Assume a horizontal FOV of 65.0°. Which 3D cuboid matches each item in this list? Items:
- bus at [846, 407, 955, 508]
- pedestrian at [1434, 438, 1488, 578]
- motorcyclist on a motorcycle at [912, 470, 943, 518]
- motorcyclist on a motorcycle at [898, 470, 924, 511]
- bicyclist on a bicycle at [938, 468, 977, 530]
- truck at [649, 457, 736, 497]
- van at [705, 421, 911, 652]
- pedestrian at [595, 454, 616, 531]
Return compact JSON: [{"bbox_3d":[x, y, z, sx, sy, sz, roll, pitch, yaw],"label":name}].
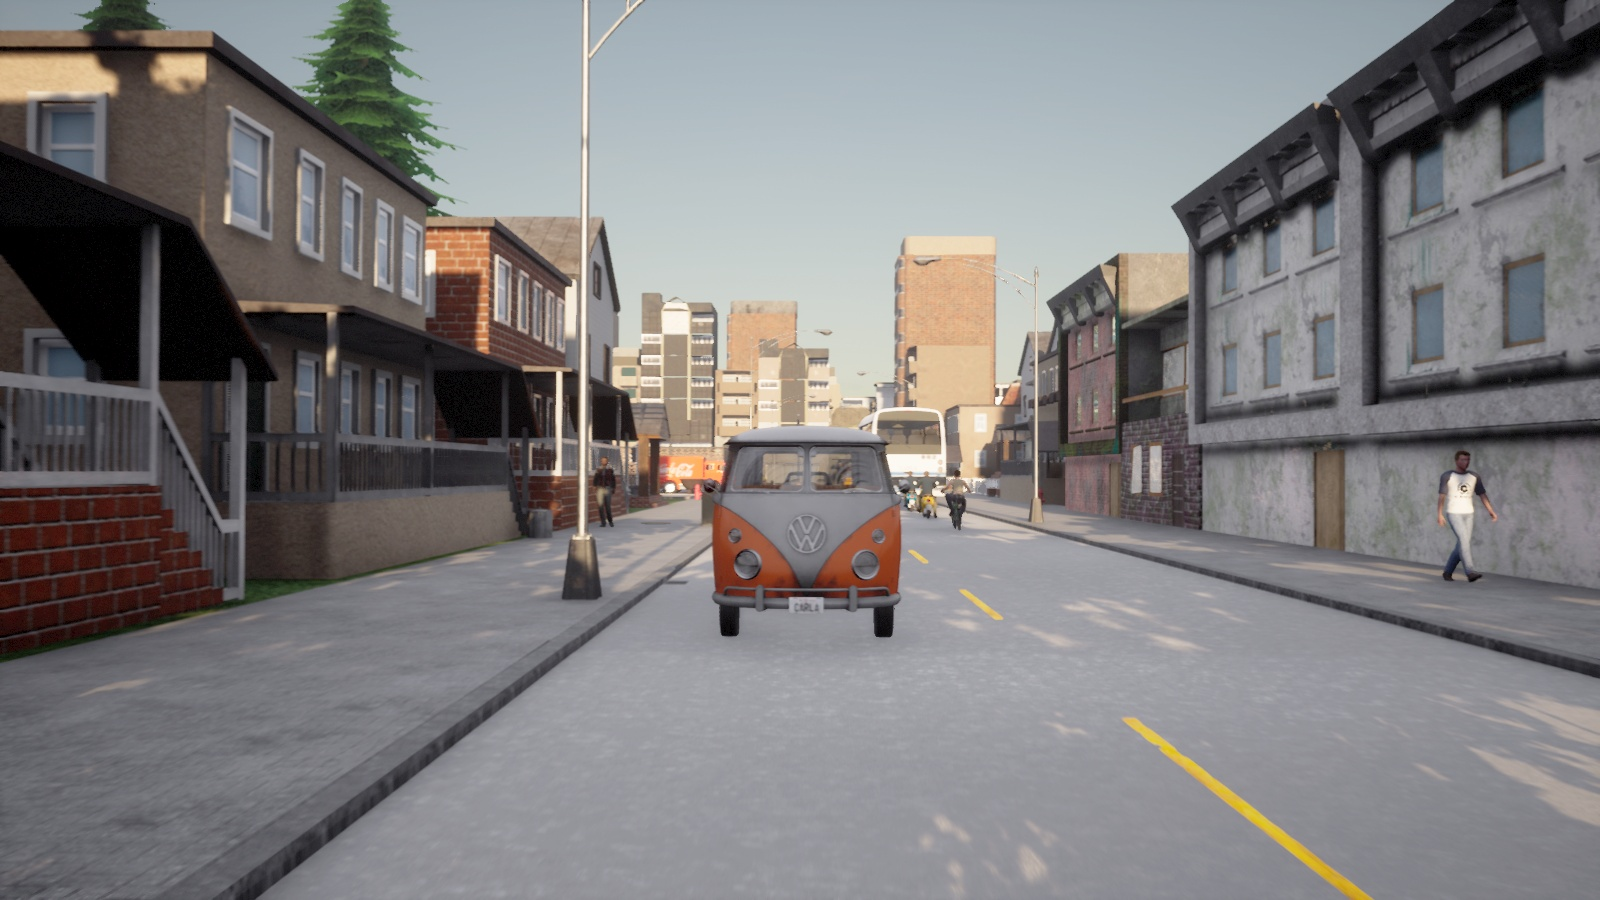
[{"bbox_3d":[4.434,0.392,57.937,3.944,4.253,10.273,0,-1,-1],"label":"bus"},{"bbox_3d":[8.856,0.773,16.842,0.354,1.836,0.706,0,-1,2],"label":"pedestrian"},{"bbox_3d":[4.296,1.461,42.345,0.866,1.590,1.817,0,-1,0],"label":"motorcyclist on a motorcycle"},{"bbox_3d":[4.348,1.574,49.132,0.866,1.590,1.817,0,-1,0],"label":"motorcyclist on a motorcycle"},{"bbox_3d":[4.235,1.303,33.895,0.866,1.612,1.509,0,-1,0],"label":"bicyclist on a bicycle"},{"bbox_3d":[-6.695,1.668,78.560,5.204,2.467,2.627,0,-1,1],"label":"truck"},{"bbox_3d":[0.084,0.786,13.086,1.775,1.987,4.442,0,-1,0],"label":"van"},{"bbox_3d":[-4.961,1.079,32.022,0.402,1.930,0.666,0,-1,4],"label":"pedestrian"}]
